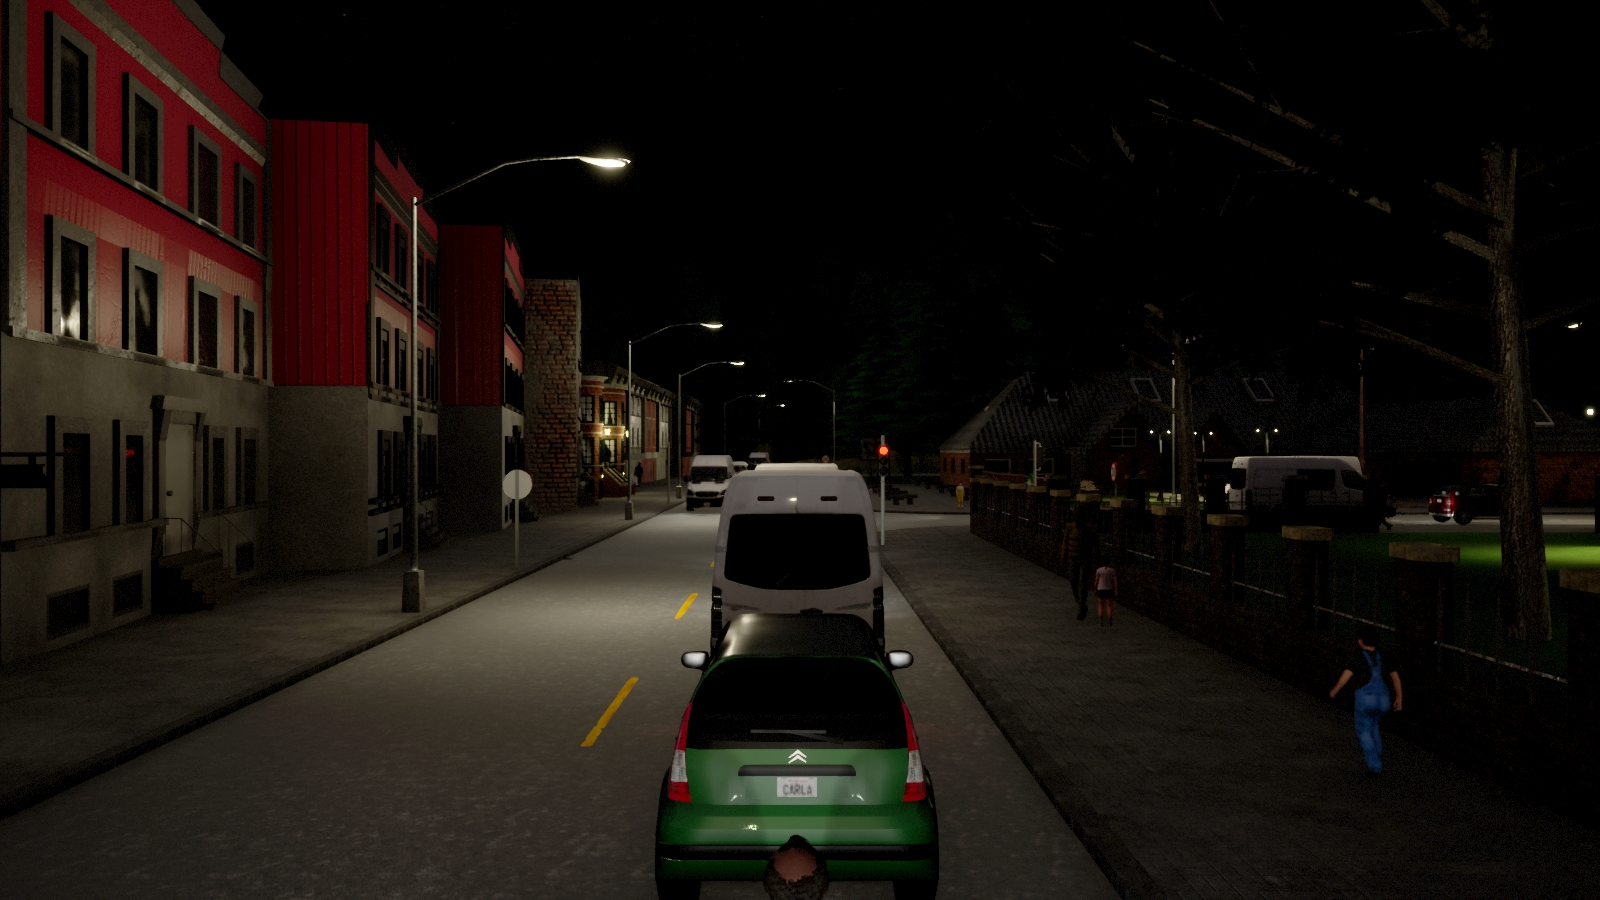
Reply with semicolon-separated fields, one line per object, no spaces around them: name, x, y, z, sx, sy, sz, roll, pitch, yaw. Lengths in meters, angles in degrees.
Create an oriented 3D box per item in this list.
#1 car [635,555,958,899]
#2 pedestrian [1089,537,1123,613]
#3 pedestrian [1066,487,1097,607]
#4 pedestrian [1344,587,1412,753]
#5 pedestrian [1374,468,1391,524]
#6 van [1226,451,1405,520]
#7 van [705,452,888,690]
car;-0.023;1.779;8.527;1.851;1.617;3.988;0;0;0
pedestrian;4.684;1.904;17.491;0.500;1.100;0.500;0;0;15
pedestrian;4.480;1.525;18.155;0.375;1.860;0.375;0;0;33
pedestrian;4.780;1.805;9.456;0.375;1.300;0.375;0;0;0
pedestrian;19.409;1.525;38.092;0.375;1.860;0.375;0;0;0
van;19.552;1.314;43.543;5.915;2.561;1.988;0;0;1
van;-0.048;1.314;15.312;1.988;2.561;5.915;0;0;0
